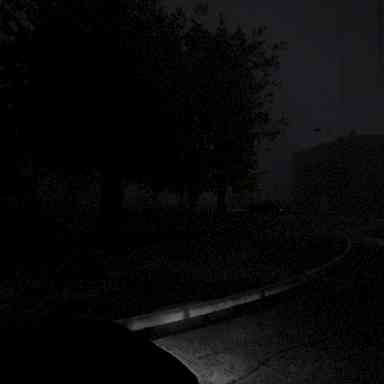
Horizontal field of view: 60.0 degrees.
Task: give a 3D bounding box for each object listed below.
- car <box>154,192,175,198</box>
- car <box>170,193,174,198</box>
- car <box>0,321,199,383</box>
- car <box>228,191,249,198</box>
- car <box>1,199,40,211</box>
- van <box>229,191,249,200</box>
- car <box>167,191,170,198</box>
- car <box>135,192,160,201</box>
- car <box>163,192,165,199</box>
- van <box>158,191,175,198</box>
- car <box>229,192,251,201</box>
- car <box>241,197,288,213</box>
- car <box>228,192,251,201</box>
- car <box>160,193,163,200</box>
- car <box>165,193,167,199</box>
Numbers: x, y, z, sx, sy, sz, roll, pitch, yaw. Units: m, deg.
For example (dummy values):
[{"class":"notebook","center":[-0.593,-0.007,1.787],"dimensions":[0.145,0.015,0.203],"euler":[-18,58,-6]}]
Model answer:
[{"class":"car","center":[-7.531,0.935,91.010],"dimensions":[5.366,1.575,1.946],"euler":[0,1,7]},{"class":"car","center":[-8.063,0.728,88.293],"dimensions":[5.566,2.045,2.435],"euler":[0,1,7]},{"class":"car","center":[-2.372,1.549,1.668],"dimensions":[5.357,1.411,2.033],"euler":[0,0,-41]},{"class":"car","center":[12.458,0.640,89.647],"dimensions":[5.566,2.045,2.435],"euler":[0,1,7]},{"class":"car","center":[-20.788,1.531,40.342],"dimensions":[4.181,1.385,1.994],"euler":[0,0,-23]},{"class":"van","center":[10.708,0.873,75.988],"dimensions":[4.442,1.987,1.878],"euler":[0,1,7]},{"class":"car","center":[-8.679,1.062,82.818],"dimensions":[4.892,1.521,2.231],"euler":[0,1,7]},{"class":"car","center":[-9.921,1.070,71.849],"dimensions":[4.553,1.767,2.185],"euler":[0,1,7]},{"class":"car","center":[-9.309,1.172,77.335],"dimensions":[4.674,1.452,2.002],"euler":[0,1,7]},{"class":"van","center":[-7.280,0.672,93.754],"dimensions":[4.442,1.987,1.878],"euler":[0,1,7]},{"class":"car","center":[10.516,1.006,73.084],"dimensions":[4.553,1.767,2.185],"euler":[0,1,7]},{"class":"car","center":[7.853,1.520,35.756],"dimensions":[1.895,1.301,4.718],"euler":[0,0,-34]},{"class":"car","center":[9.823,1.214,67.694],"dimensions":[4.792,1.488,2.163],"euler":[0,1,7]},{"class":"car","center":[-9.636,1.166,74.599],"dimensions":[5.008,1.535,2.097],"euler":[0,1,7]},{"class":"car","center":[-8.962,0.972,80.069],"dimensions":[4.553,1.767,2.185],"euler":[0,1,7]}]
